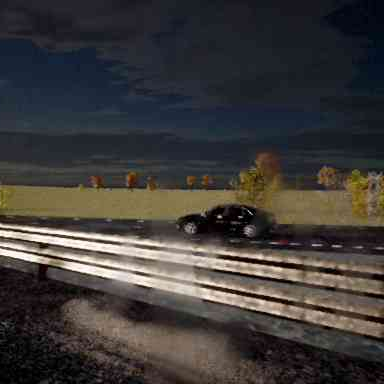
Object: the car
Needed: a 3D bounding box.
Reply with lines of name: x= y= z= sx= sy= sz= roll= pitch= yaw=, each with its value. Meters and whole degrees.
car: x=1.625 y=1.363 z=16.214 sx=4.892 sy=1.490 sz=1.837 roll=0 pitch=0 yaw=20
